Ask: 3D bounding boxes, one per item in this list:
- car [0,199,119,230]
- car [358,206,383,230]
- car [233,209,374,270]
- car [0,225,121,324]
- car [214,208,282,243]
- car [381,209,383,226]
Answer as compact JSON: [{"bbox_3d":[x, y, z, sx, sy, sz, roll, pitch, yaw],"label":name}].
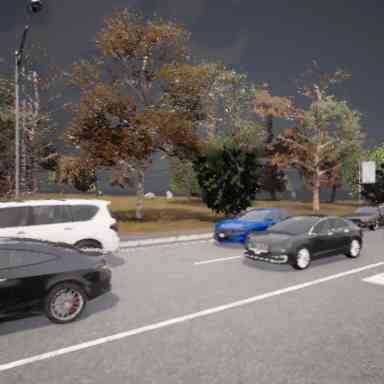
[{"bbox_3d":[-4.766,1.236,9.203,5.566,2.045,2.150,0,0,-36],"label":"car"},{"bbox_3d":[11.639,1.582,21.385,5.357,1.411,2.033,0,0,-37],"label":"car"},{"bbox_3d":[3.872,1.512,11.161,4.892,1.490,1.837,0,0,-36],"label":"car"},{"bbox_3d":[-3.705,1.536,5.662,4.674,1.442,1.812,0,0,-36],"label":"car"},{"bbox_3d":[3.215,1.491,15.024,5.008,1.535,1.882,0,0,-37],"label":"car"},{"bbox_3d":[12.041,1.624,17.294,4.718,1.301,1.895,0,0,-37],"label":"car"}]
